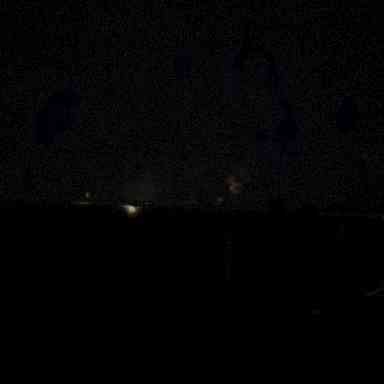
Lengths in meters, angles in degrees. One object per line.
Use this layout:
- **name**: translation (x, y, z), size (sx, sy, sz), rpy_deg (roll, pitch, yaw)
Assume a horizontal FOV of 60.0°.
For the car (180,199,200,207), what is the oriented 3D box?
- **car**: translation (-0.429, 2.103, 63.046), size (1.882, 1.535, 5.008), rpy_deg (0, -1, -35)
